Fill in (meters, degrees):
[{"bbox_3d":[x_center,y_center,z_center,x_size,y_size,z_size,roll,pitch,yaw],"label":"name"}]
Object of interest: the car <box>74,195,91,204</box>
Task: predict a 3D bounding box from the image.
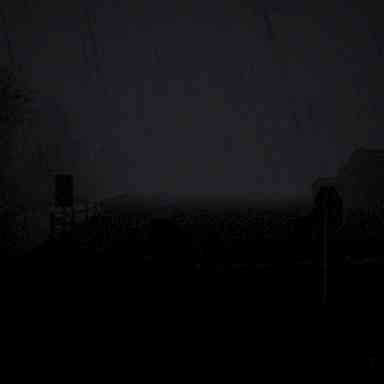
[{"bbox_3d":[-16.534,1.108,50.390,1.994,1.385,4.181,0,1,-9],"label":"car"}]
